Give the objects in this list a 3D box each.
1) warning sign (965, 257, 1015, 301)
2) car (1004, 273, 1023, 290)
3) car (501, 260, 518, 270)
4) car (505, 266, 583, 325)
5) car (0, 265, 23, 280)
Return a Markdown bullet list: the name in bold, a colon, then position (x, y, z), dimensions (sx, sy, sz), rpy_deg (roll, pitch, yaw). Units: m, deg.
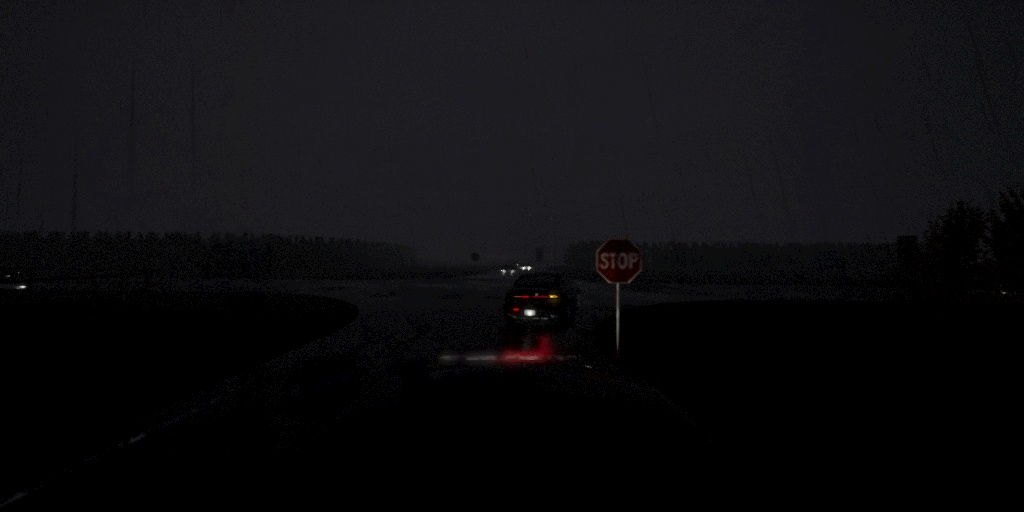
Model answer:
- **warning sign**: position (21.177, 0.993, 15.920), dimensions (1.060, 1.860, 1.300), rpy_deg (0, 0, 5)
- **car**: position (33.469, 1.320, 21.826), dimensions (4.553, 1.767, 2.097), rpy_deg (0, 0, 6)
- **car**: position (-0.272, 1.311, 52.300), dimensions (2.033, 1.411, 5.357), rpy_deg (0, 0, 9)
- **car**: position (1.173, 1.255, 11.994), dimensions (1.837, 1.490, 4.892), rpy_deg (-1, 0, 17)
- **car**: position (-34.430, 1.011, 22.910), dimensions (4.892, 1.490, 1.837), rpy_deg (1, 0, 3)
